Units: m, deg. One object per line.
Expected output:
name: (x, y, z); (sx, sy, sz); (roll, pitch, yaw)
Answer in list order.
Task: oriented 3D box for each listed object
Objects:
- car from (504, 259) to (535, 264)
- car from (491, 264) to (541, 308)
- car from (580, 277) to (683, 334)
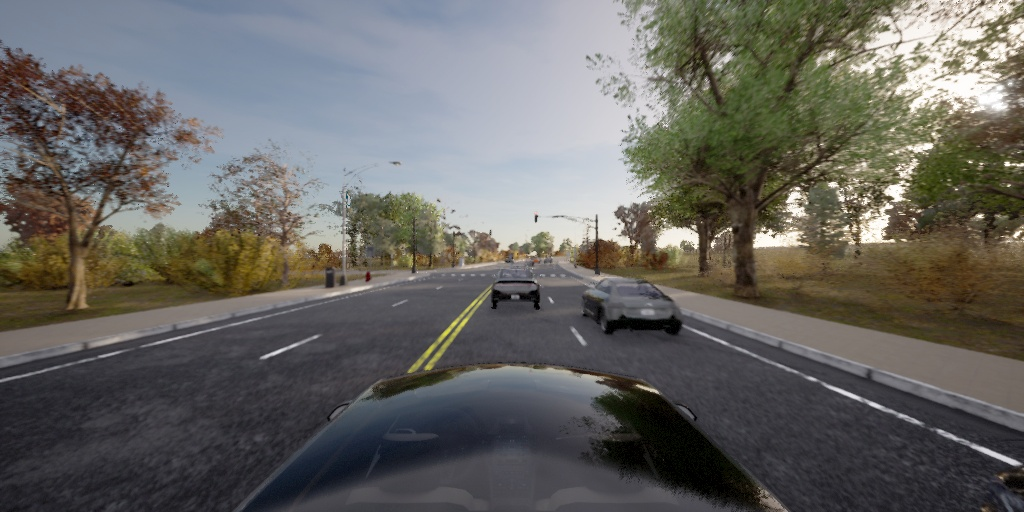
car: (0.563, 1.251, 29.410); (2.128, 1.511, 4.902); (0, 0, 3)
car: (0.175, 1.247, 15.150); (2.128, 1.511, 4.902); (0, 0, 1)
car: (3.301, 1.323, 10.655); (1.994, 1.385, 4.181); (0, 0, 1)
